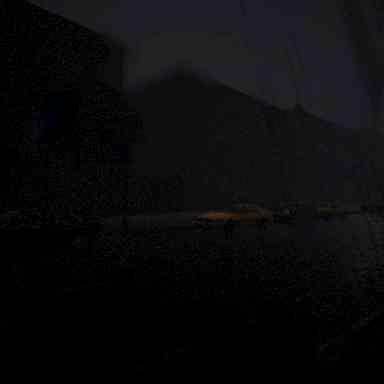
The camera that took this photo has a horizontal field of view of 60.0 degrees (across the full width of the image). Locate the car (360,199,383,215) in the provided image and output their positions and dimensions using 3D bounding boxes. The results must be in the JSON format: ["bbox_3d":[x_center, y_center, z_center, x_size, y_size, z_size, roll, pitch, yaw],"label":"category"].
[{"bbox_3d":[18.752,1.452,33.783,4.892,1.521,2.231,0,1,-43],"label":"car"}]

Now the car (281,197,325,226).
[{"bbox_3d":[6.667,1.233,22.476,4.553,1.767,2.185,0,1,-43],"label":"car"}]

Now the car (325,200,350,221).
[{"bbox_3d":[10.544,1.385,26.102,5.366,1.575,1.946,0,1,-43],"label":"car"}]

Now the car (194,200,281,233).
[{"bbox_3d":[2.473,1.323,18.551,5.366,1.575,1.946,0,1,-43],"label":"car"}]

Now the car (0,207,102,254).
[{"bbox_3d":[-5.448,1.266,11.126,4.892,1.521,2.231,0,1,-43],"label":"car"}]
